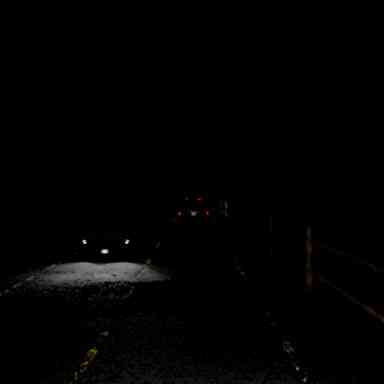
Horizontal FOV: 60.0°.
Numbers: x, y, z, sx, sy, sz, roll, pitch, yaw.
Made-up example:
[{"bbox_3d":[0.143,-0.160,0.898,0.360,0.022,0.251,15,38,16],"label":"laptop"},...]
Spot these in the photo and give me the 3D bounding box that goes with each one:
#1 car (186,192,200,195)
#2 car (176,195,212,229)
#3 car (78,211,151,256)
[{"bbox_3d":[0.093,1.034,40.916,2.150,2.045,5.566,0,0,0],"label":"car"},{"bbox_3d":[0.096,1.259,20.934,2.097,1.767,4.553,0,0,0],"label":"car"},{"bbox_3d":[-2.753,1.489,13.166,2.033,1.411,5.357,0,0,0],"label":"car"}]
